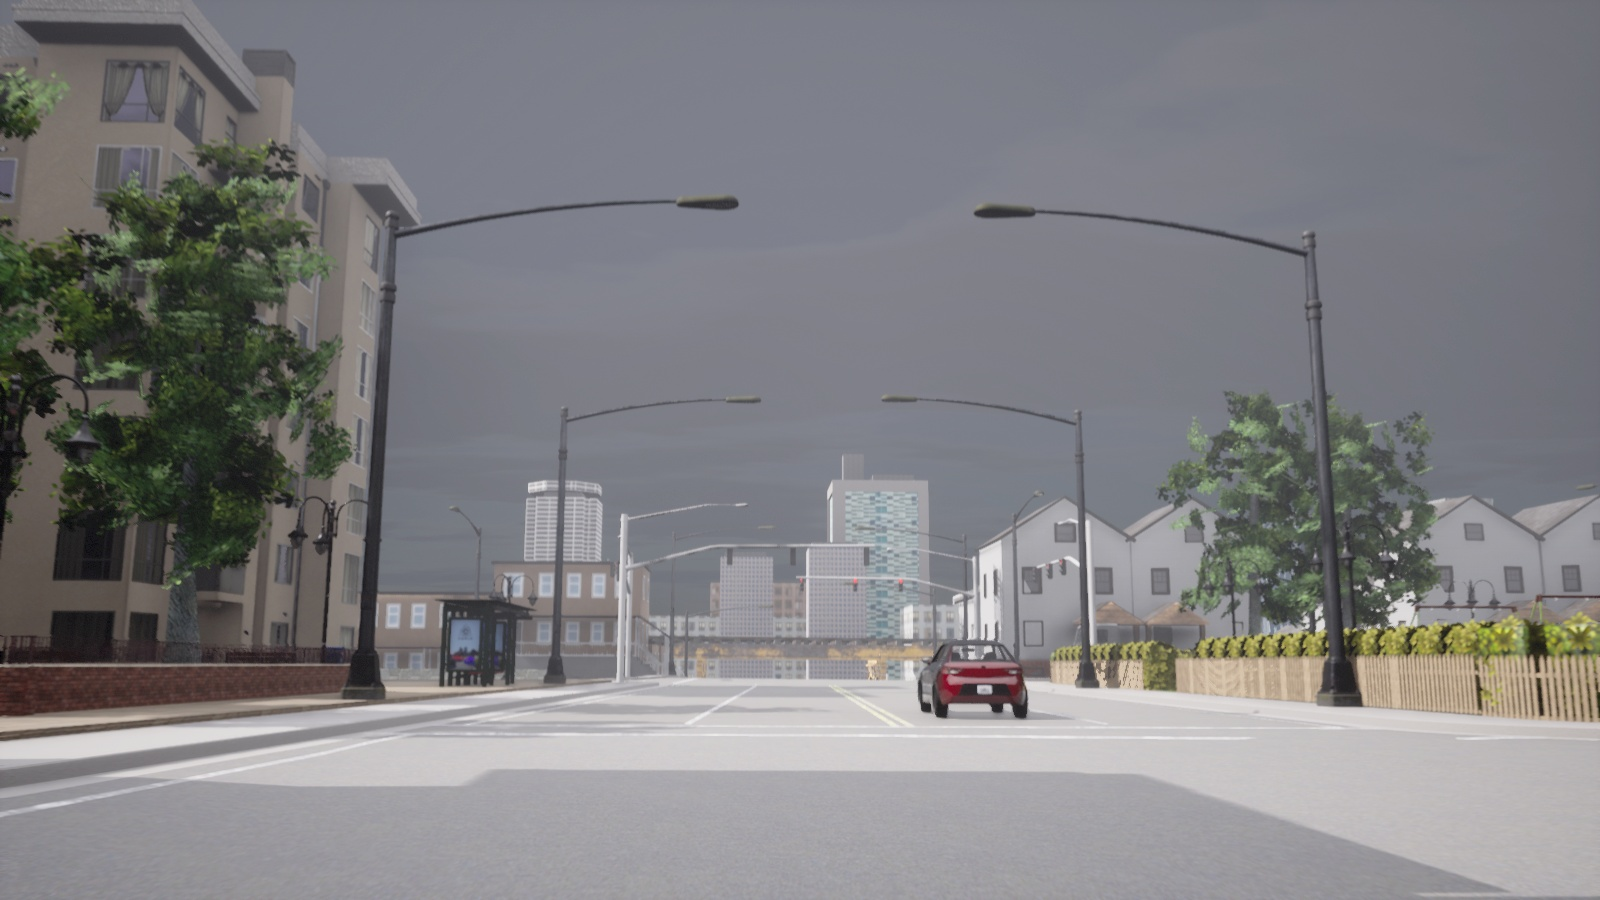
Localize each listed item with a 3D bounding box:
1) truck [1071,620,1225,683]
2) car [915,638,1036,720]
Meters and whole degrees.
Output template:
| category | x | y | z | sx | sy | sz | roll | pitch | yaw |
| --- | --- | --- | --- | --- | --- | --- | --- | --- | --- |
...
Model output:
| category | x | y | z | sx | sy | sz | roll | pitch | yaw |
| --- | --- | --- | --- | --- | --- | --- | --- | --- | --- |
| truck | 19.957 | 11.610 | 72.373 | 7.936 | 3.462 | 2.891 | 0 | -10 | -1 |
| car | 3.426 | 4.588 | 25.311 | 1.816 | 1.474 | 4.193 | 0 | -10 | 0 |
